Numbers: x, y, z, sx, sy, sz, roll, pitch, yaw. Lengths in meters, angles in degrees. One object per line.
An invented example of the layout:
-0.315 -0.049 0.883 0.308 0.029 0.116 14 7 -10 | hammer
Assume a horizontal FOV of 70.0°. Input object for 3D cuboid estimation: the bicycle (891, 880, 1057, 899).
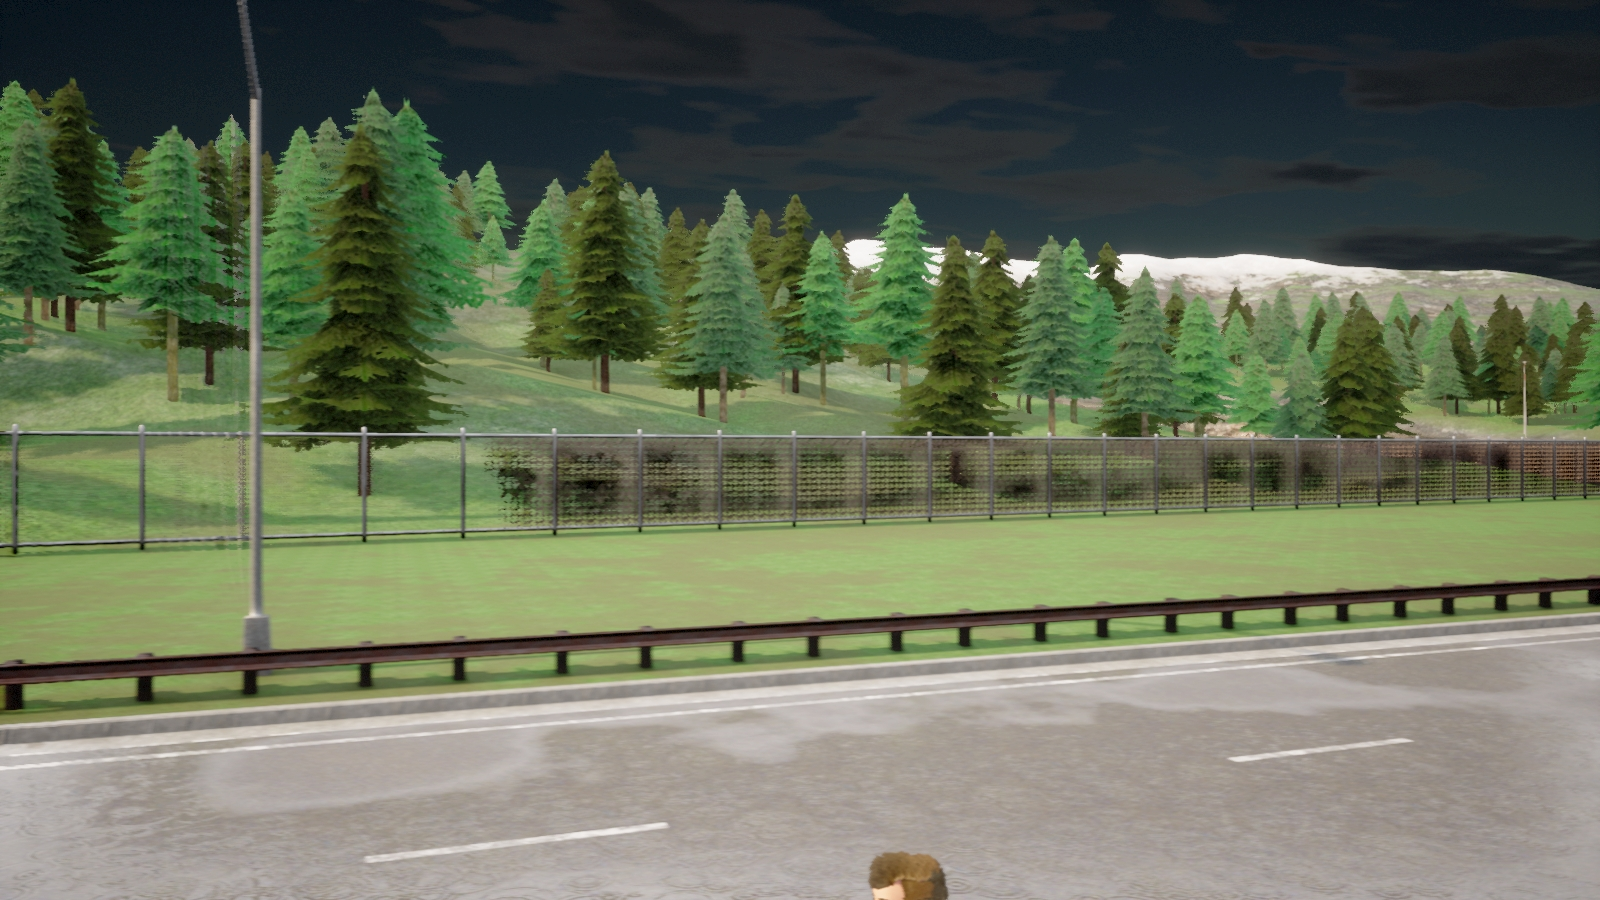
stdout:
0.248 2.156 3.376 1.487 1.277 0.859 0 0 -20 | bicycle
